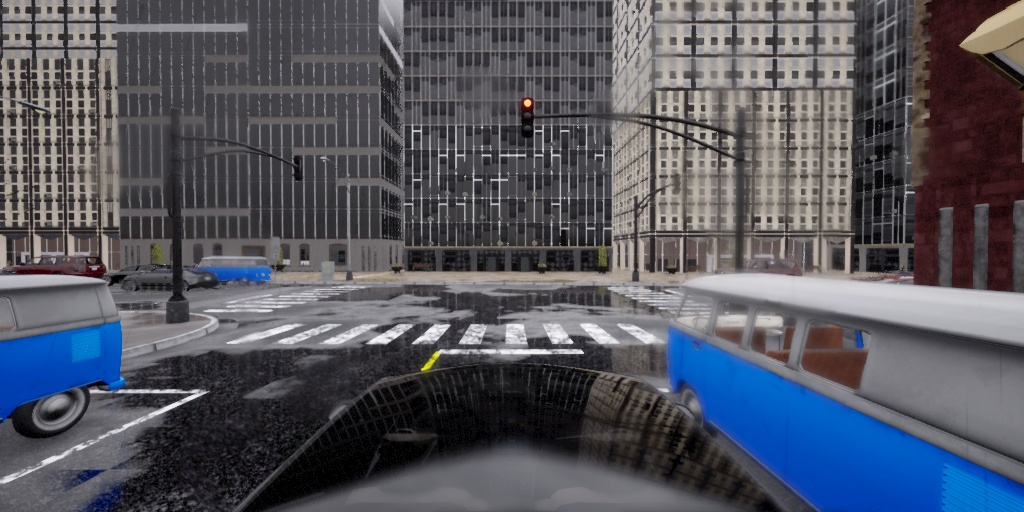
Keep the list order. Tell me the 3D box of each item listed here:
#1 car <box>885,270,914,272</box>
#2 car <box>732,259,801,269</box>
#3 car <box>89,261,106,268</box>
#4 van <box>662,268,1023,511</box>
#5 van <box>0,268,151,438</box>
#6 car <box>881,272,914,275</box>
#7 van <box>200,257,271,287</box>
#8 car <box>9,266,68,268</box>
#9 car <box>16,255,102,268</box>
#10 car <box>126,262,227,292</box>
[{"bbox_3d":[21.207,1.444,19.581,4.718,1.301,1.895,0,1,0],"label":"car"},{"bbox_3d":[15.143,1.089,22.190,5.009,1.841,2.192,0,0,0],"label":"car"},{"bbox_3d":[-22.769,1.150,22.246,4.313,1.339,1.948,0,0,0],"label":"car"},{"bbox_3d":[2.686,1.090,2.795,1.690,1.789,3.998,0,0,0],"label":"van"},{"bbox_3d":[-5.695,1.090,2.786,1.690,1.789,3.998,0,0,0],"label":"van"},{"bbox_3d":[15.129,1.437,13.811,4.507,1.381,1.888,0,0,0],"label":"car"},{"bbox_3d":[-17.247,0.951,22.237,3.998,1.789,1.690,0,0,0],"label":"van"},{"bbox_3d":[-24.038,1.261,16.446,4.718,1.301,1.895,0,1,0],"label":"car"},{"bbox_3d":[-28.292,0.874,22.254,5.009,1.841,2.192,0,0,0],"label":"car"},{"bbox_3d":[-18.597,1.204,19.613,4.181,1.385,1.994,0,1,0],"label":"car"}]
